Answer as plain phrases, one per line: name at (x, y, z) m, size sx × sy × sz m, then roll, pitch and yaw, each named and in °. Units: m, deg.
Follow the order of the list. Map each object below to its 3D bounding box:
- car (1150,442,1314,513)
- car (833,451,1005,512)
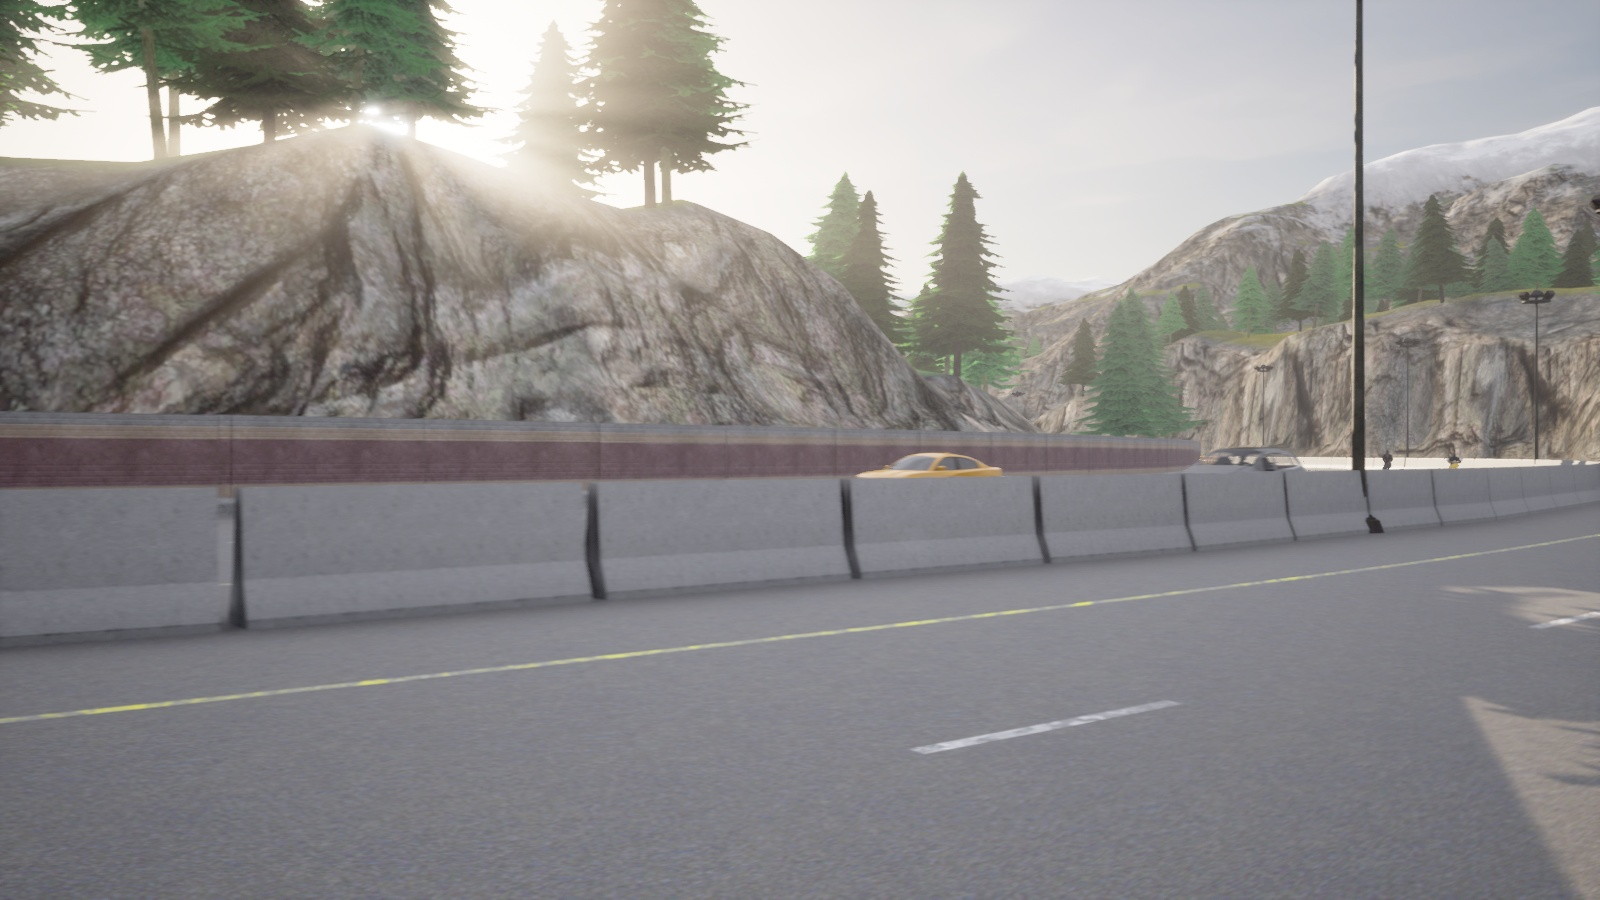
car at (11.076, 0.647, 31.996) m, size 2.242 × 1.667 × 4.611 m, roll 0°, pitch 0°, yaw 43°
car at (3.306, 0.803, 34.075) m, size 1.882 × 1.535 × 5.008 m, roll 0°, pitch 0°, yaw 45°
